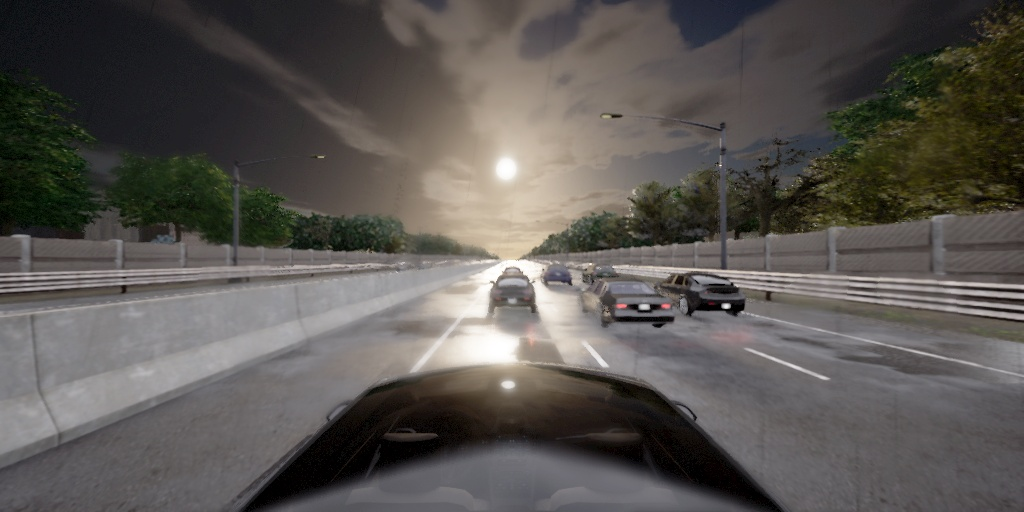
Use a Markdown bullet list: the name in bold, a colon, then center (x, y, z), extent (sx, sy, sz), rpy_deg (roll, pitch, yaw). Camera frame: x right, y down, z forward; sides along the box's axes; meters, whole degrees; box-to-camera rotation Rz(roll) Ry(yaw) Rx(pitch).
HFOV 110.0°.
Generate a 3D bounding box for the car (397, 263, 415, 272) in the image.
- **car**: center (-17.562, 1.877, 59.586), extent (2.128, 1.511, 4.902), rpy_deg (0, 0, 1)

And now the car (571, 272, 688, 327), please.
- **car**: center (3.518, 1.425, 11.999), extent (2.033, 1.411, 5.357), rpy_deg (0, -1, 0)

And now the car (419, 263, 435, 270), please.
- **car**: center (-14.064, 1.890, 59.611), extent (1.837, 1.490, 4.892), rpy_deg (0, 0, 1)

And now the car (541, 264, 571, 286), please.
- **car**: center (3.536, 1.424, 29.109), extent (2.097, 1.767, 4.553), rpy_deg (0, -1, 0)

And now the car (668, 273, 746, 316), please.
- **car**: center (7.041, 1.409, 14.167), extent (1.837, 1.490, 4.892), rpy_deg (0, 0, 1)

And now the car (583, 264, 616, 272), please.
- **car**: center (7.036, 1.424, 29.104), extent (2.097, 1.767, 4.553), rpy_deg (0, -1, 0)

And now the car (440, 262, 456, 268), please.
- **car**: center (-10.567, 1.739, 59.752), extent (2.097, 1.767, 4.553), rpy_deg (0, -1, 0)

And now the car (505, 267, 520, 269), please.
- **car**: center (0.040, 1.606, 29.899), extent (1.812, 1.442, 4.674), rpy_deg (0, 0, 0)

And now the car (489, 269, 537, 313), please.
- **car**: center (0.048, 1.437, 14.902), extent (1.812, 1.442, 4.674), rpy_deg (0, 0, 1)
